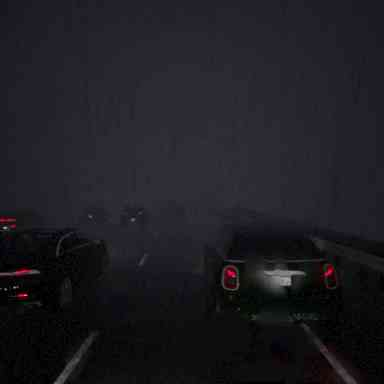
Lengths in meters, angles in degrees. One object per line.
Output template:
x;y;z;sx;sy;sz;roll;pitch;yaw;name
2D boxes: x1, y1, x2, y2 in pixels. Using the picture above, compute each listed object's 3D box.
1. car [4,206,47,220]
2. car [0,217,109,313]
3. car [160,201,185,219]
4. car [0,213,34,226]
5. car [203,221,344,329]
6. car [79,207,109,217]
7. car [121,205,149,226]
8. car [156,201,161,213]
-11.104;1.840;21.944;1.837;1.490;4.892;-1;0;-5;car
-3.375;1.606;7.895;2.128;1.511;4.902;-1;-1;0;car
-1.840;1.815;33.307;1.882;1.535;5.008;-1;0;-8;car
-6.918;1.651;9.992;1.882;1.535;5.008;-1;-1;-1;car
1.358;1.406;7.227;2.097;1.767;4.553;-1;-1;-1;car
-8.250;1.925;28.227;1.994;1.385;4.181;-1;-1;-7;car
-4.497;1.791;26.224;2.128;1.511;4.902;-1;-1;-6;car
-3.710;1.941;44.457;1.882;1.535;5.008;-1;0;-12;car
